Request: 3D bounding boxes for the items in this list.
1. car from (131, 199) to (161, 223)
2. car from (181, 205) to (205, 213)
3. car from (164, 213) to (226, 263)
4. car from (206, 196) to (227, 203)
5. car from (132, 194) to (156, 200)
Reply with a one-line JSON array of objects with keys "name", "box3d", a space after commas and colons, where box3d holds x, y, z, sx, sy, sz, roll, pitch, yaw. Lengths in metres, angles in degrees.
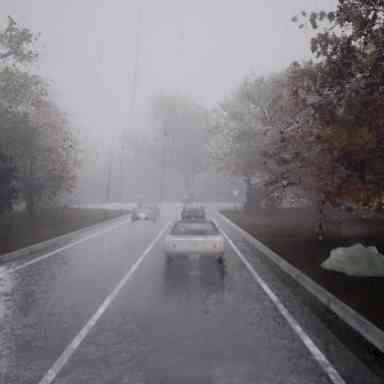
[{"name": "car", "box3d": [-3.566, 1.591, 26.346, 2.128, 1.511, 4.902, 0, 0, 0]}, {"name": "car", "box3d": [0.103, 1.704, 27.327, 1.895, 1.301, 4.718, 0, 0, 0]}, {"name": "car", "box3d": [0.091, 1.647, 12.139, 1.895, 1.301, 4.718, 0, 0, 0]}, {"name": "car", "box3d": [5.625, 1.762, 75.452, 4.902, 1.511, 2.128, 0, 0, 26]}, {"name": "car", "box3d": [-10.687, 1.493, 74.091, 5.566, 2.045, 2.150, 0, 0, -34]}]
